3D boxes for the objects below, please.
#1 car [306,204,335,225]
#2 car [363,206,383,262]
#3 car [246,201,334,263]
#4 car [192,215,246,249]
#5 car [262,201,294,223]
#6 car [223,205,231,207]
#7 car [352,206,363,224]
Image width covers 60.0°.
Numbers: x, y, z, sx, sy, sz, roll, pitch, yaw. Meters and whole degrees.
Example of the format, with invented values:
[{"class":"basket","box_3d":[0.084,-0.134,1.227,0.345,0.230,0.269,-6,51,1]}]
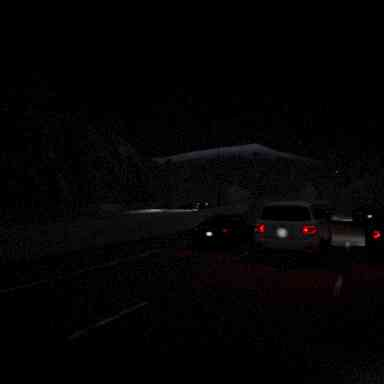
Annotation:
[{"class":"car","box_3d":[10.990,1.810,28.315,2.128,1.511,4.902,-1,-1,22]},{"class":"car","box_3d":[7.657,1.478,12.336,2.097,1.767,4.553,-1,-1,27]},{"class":"car","box_3d":[4.097,1.377,13.035,2.150,2.045,5.566,-1,-1,27]},{"class":"car","box_3d":[1.643,1.769,15.944,1.994,1.385,4.181,-1,-1,27]},{"class":"car","box_3d":[7.738,1.703,29.615,2.097,1.767,4.553,-1,-1,22]},{"class":"car","box_3d":[5.585,2.241,56.687,1.812,1.442,4.674,0,-1,15]},{"class":"car","box_3d":[14.301,1.851,27.168,1.994,1.385,4.181,-1,-1,22]}]
